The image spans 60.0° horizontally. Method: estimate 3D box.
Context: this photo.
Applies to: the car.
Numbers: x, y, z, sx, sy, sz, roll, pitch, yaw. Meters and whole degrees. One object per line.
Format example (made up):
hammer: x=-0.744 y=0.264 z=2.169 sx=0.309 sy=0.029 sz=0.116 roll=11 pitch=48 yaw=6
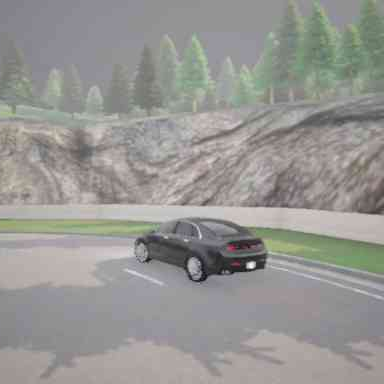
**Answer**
car: x=-0.003 y=1.493 z=9.836 sx=1.837 sy=1.490 sz=4.892 roll=1 pitch=-1 yaw=-35
